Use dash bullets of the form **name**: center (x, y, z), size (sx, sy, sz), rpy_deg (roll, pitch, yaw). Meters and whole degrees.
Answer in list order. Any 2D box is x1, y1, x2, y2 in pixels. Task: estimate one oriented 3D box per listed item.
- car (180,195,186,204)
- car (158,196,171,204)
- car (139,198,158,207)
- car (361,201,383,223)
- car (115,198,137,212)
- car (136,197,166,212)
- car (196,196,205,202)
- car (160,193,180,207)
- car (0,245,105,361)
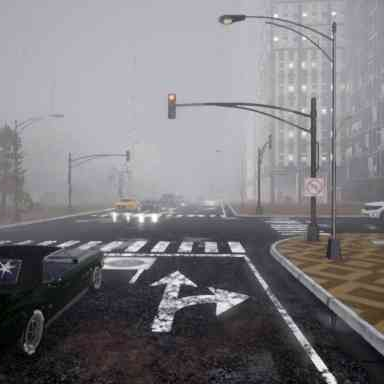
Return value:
- **car**: center (-2.357, 1.350, 65.479), size (2.097, 1.767, 4.553), rpy_deg (0, 0, 5)
- **car**: center (-5.476, 1.561, 67.115), size (1.994, 1.385, 4.181), rpy_deg (0, 0, 5)
- **car**: center (-6.750, 1.592, 52.034), size (1.895, 1.301, 4.718), rpy_deg (0, 0, 5)
- **car**: center (14.830, 1.059, 22.949), size (5.566, 2.045, 2.150), rpy_deg (0, 0, 5)
- **car**: center (-7.728, 1.468, 39.725), size (1.882, 1.535, 5.008), rpy_deg (0, 0, 5)
- **car**: center (-4.602, 1.592, 37.969), size (1.895, 1.301, 4.718), rpy_deg (0, 0, 4)
- **car**: center (1.972, 1.546, 78.562), size (2.033, 1.411, 5.357), rpy_deg (0, 0, 5)
- **car**: center (-3.567, 1.215, 51.042), size (2.150, 2.045, 5.566), rpy_deg (0, 0, 5)
- **car**: center (-3.043, 1.600, 5.946), size (1.895, 1.301, 4.718), rpy_deg (0, 0, 1)
